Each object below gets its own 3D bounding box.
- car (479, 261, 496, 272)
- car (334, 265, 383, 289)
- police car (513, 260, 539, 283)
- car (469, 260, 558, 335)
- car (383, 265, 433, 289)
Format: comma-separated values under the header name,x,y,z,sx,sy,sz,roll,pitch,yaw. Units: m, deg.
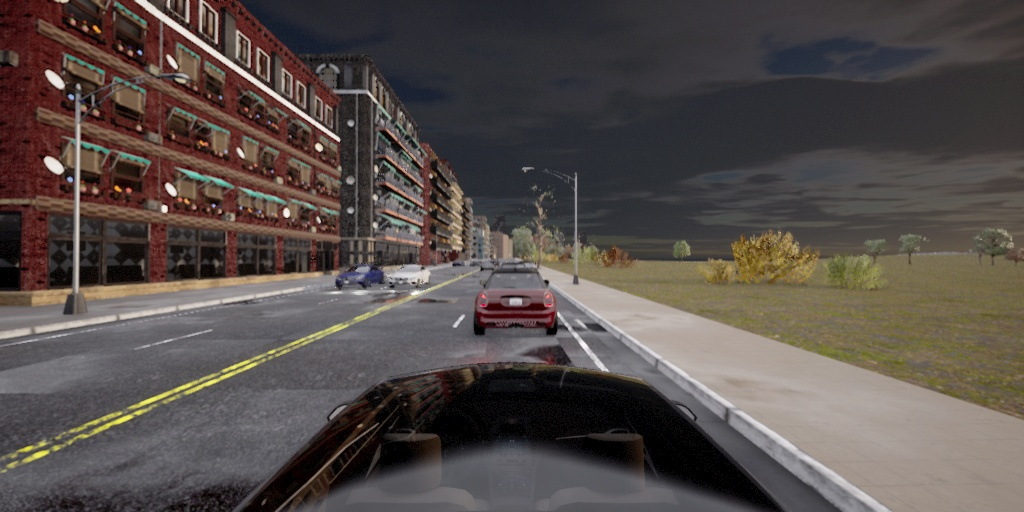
name,x,y,z,sx,sy,sz,roll,pitch,yaw
car,-3.291,1.369,49.363,1.994,1.385,4.181,0,0,0
car,-9.882,1.303,23.748,1.812,1.442,4.674,0,0,0
police car,1.097,1.210,29.944,1.930,1.638,5.238,0,0,0
car,0.081,1.113,10.677,2.097,1.767,4.553,0,0,0
car,-6.643,1.303,23.768,1.812,1.442,4.674,0,0,0
